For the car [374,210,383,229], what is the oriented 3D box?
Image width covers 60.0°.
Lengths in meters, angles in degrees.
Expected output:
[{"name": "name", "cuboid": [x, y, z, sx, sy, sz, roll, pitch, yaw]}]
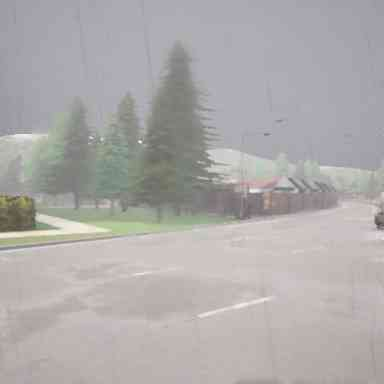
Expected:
[{"name": "car", "cuboid": [14.247, 1.755, 22.506, 4.902, 1.511, 2.128, 1, 0, -35]}]
